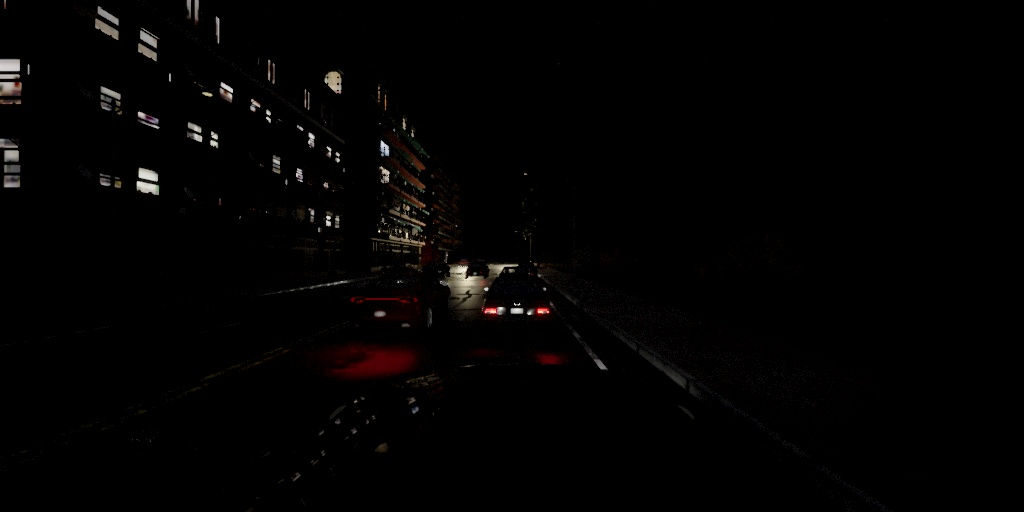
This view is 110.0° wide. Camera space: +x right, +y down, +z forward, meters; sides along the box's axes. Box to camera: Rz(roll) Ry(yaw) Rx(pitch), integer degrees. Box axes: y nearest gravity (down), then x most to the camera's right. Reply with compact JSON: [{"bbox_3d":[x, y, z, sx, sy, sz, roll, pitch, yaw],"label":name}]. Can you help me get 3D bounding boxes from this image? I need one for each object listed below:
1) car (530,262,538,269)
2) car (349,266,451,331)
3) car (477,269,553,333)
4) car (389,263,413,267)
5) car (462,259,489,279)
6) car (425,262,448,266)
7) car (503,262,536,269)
[{"bbox_3d":[1.154,1.259,30.811,1.837,1.490,4.892,0,0,0],"label":"car"},{"bbox_3d":[-3.145,1.229,11.009,1.882,1.535,5.008,0,0,0],"label":"car"},{"bbox_3d":[0.108,1.299,10.682,2.033,1.411,5.357,0,0,0],"label":"car"},{"bbox_3d":[-9.834,1.301,31.673,2.033,1.411,5.357,0,0,0],"label":"car"},{"bbox_3d":[-3.123,1.279,32.793,1.812,1.442,4.674,0,0,0],"label":"car"},{"bbox_3d":[-6.584,1.231,31.059,1.882,1.535,5.008,0,0,0],"label":"car"},{"bbox_3d":[0.110,1.300,21.043,2.033,1.411,5.357,0,0,0],"label":"car"}]
